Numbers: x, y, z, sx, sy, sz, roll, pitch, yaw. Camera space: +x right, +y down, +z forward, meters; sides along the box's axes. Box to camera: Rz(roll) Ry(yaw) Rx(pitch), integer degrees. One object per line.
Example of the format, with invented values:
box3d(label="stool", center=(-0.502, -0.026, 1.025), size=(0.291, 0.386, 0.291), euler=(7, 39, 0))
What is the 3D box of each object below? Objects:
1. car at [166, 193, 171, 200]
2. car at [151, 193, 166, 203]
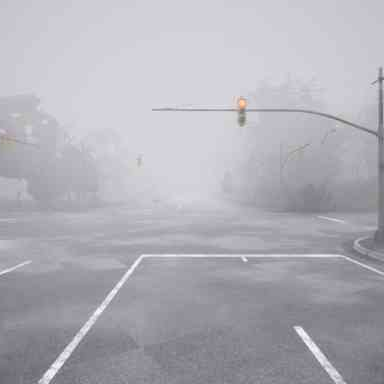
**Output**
box3d(label="car", center=(-7.000, 1.225, 91.417), size=(2.150, 2.045, 5.566), euler=(0, 0, 0))
box3d(label="car", center=(-7.000, 1.353, 66.427), size=(2.097, 1.767, 4.553), euler=(0, 0, 0))
